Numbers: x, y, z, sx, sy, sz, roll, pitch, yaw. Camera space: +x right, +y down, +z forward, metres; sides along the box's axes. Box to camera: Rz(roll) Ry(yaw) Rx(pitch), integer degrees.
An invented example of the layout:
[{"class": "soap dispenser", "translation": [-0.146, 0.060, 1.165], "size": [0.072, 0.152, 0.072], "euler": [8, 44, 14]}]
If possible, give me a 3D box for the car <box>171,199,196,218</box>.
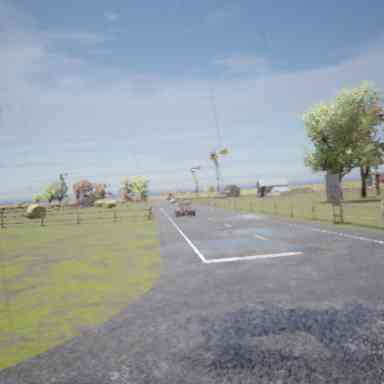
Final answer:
[{"class": "car", "translation": [-0.839, 1.840, 37.216], "size": [2.097, 1.767, 4.553], "euler": [-4, -1, -7]}]
